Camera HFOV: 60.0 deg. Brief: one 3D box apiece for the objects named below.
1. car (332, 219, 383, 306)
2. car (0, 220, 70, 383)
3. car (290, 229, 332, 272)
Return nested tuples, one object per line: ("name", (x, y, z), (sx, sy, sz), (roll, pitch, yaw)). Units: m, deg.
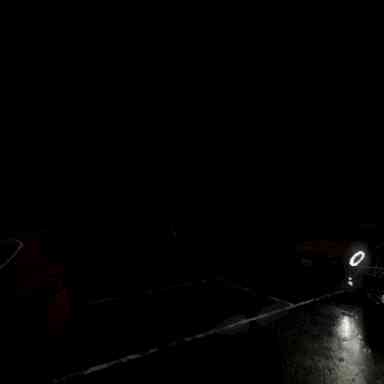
("car", (5.339, 1.352, 7.211), (4.553, 1.767, 2.097), (0, 0, -36))
("car", (-3.980, 1.315, 3.689), (5.009, 1.841, 2.192), (0, 0, -36))
("car", (5.015, 1.527, 10.138), (4.829, 1.417, 1.752), (0, 1, -34))
